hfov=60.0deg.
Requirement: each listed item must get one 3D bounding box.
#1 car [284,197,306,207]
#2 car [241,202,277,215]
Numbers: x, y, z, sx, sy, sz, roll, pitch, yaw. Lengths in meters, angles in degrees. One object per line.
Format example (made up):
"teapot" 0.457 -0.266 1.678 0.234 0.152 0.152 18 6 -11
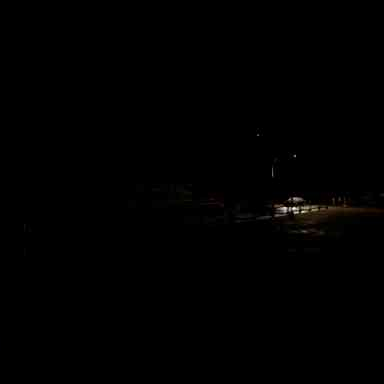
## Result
"car" 15.296 1.475 49.146 2.033 1.411 5.357 2 1 36
"car" 6.635 1.609 32.541 1.895 1.301 4.718 2 1 36
